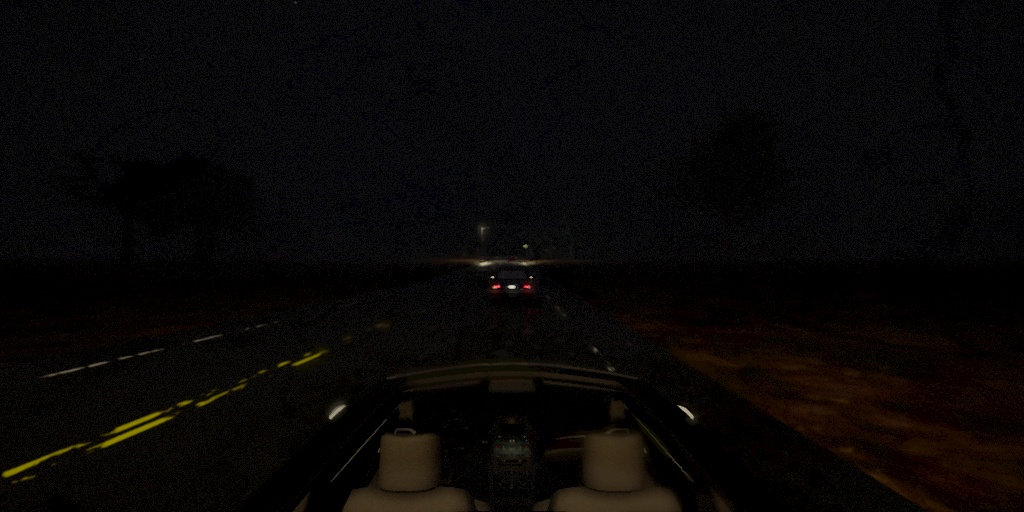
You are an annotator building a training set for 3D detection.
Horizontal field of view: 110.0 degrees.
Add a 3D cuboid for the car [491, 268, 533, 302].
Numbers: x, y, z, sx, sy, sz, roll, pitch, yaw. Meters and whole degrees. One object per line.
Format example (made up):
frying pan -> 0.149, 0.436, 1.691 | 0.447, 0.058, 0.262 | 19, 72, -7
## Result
car -> -0.008, 1.272, 16.749 | 2.033, 1.411, 5.357 | 0, 0, 0
